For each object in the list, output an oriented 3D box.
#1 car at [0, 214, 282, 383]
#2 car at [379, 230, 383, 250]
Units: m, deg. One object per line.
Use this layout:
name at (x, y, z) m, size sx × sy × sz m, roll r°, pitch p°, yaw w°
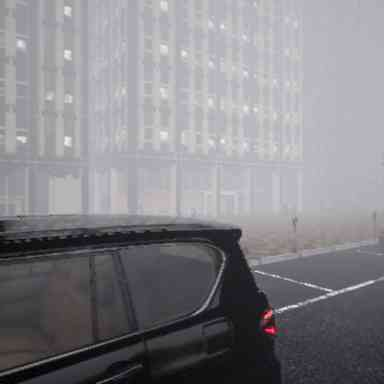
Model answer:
car at (-1.836, 1.225, 2.047) m, size 5.566 × 2.045 × 2.150 m, roll 0°, pitch 0°, yaw -36°
car at (9.116, 1.567, 13.079) m, size 4.313 × 1.339 × 1.947 m, roll 0°, pitch 0°, yaw -36°
